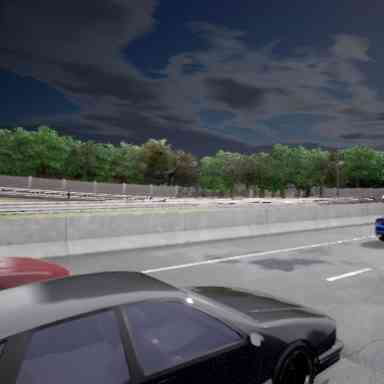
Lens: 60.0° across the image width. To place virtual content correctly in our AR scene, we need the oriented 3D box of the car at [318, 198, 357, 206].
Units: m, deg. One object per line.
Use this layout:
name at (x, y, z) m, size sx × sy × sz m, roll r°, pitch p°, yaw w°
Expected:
car at (16.007, 1.601, 36.900) m, size 4.718 × 1.301 × 1.895 m, roll 0°, pitch 0°, yaw -35°

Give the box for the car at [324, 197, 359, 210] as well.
car at (19.690, 1.477, 43.802) m, size 5.008 × 1.535 × 1.882 m, roll 0°, pitch 0°, yaw -35°

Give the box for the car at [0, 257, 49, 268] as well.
car at (-4.410, 1.478, 4.900) m, size 5.008 × 1.535 × 1.882 m, roll 0°, pitch 0°, yaw -35°

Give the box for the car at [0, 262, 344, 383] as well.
car at (-0.786, 1.548, 3.186) m, size 5.357 × 1.411 × 2.033 m, roll 0°, pitch 0°, yaw -35°

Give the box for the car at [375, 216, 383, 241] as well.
car at (10.520, 1.482, 15.551) m, size 5.008 × 1.535 × 1.882 m, roll 0°, pitch 0°, yaw -36°
